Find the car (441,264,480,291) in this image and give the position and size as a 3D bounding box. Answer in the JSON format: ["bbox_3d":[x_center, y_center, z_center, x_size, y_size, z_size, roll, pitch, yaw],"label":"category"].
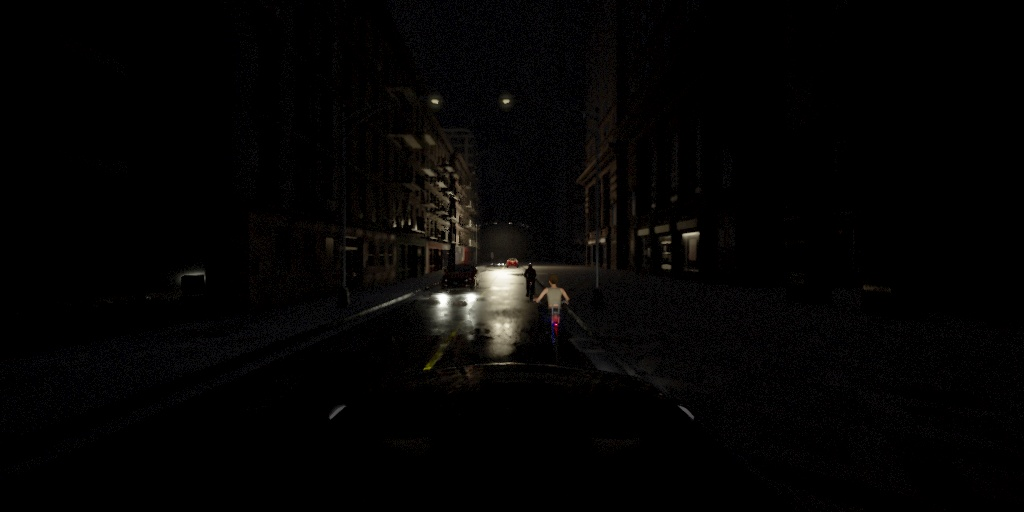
[{"bbox_3d":[-3.103,1.232,22.289,1.882,1.535,5.008,0,0,0],"label":"car"}]

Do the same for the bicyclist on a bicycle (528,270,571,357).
[{"bbox_3d":[0.861,1.187,7.578,0.866,1.612,1.509,0,0,0],"label":"bicyclist on a bicycle"}]

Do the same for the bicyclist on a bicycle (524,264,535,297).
[{"bbox_3d":[0.825,1.204,15.988,0.582,1.620,1.656,0,0,0],"label":"bicyclist on a bicycle"}]

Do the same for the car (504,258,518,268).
[{"bbox_3d":[0.091,1.182,64.618,2.097,1.767,4.553,0,0,0],"label":"car"}]
